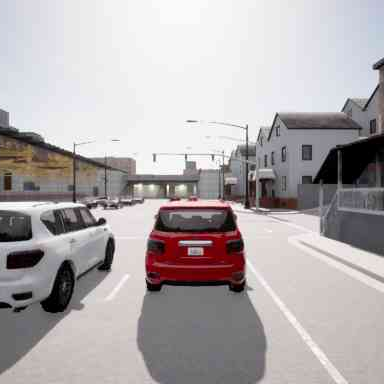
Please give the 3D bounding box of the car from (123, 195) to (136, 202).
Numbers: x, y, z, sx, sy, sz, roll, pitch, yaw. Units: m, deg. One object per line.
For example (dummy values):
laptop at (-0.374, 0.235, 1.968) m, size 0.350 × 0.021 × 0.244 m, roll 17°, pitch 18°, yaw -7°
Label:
car at (-13.826, 1.493, 73.717) m, size 1.837 × 1.490 × 4.892 m, roll 0°, pitch 0°, yaw 0°

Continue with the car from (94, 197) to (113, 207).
car at (-13.964, 1.526, 52.948) m, size 1.812 × 1.442 × 4.674 m, roll 0°, pitch 0°, yaw 0°

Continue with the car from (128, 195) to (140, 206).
car at (-10.463, 1.547, 54.368) m, size 2.033 × 1.411 × 5.357 m, roll 0°, pitch 0°, yaw 0°

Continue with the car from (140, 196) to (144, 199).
car at (-10.384, 1.547, 64.657) m, size 2.033 × 1.411 × 5.357 m, roll 0°, pitch 0°, yaw 0°

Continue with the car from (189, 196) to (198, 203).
car at (0.252, 1.524, 70.041) m, size 1.812 × 1.442 × 4.674 m, roll 0°, pitch 0°, yaw 0°

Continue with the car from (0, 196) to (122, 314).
car at (-3.409, 1.222, 7.748) m, size 2.150 × 2.045 × 5.566 m, roll 0°, pitch 0°, yaw 1°

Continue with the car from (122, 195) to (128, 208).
car at (-10.494, 1.491, 44.619) m, size 2.128 × 1.511 × 4.902 m, roll 0°, pitch 0°, yaw 0°

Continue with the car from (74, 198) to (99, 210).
car at (-13.995, 1.564, 44.207) m, size 1.994 × 1.385 × 4.181 m, roll 0°, pitch 0°, yaw 0°

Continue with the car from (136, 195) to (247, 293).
car at (0.099, 1.222, 9.010) m, size 2.150 × 2.045 × 5.566 m, roll 0°, pitch 0°, yaw 1°

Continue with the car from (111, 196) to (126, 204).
car at (-13.897, 1.505, 63.303) m, size 1.837 × 1.490 × 4.892 m, roll 0°, pitch 0°, yaw 0°

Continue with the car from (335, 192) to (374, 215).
car at (14.901, 0.850, 28.716) m, size 5.357 × 1.411 × 2.033 m, roll -16°, pitch 0°, yaw -1°

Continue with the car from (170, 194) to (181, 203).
car at (-3.337, 1.352, 69.139) m, size 2.097 × 1.767 × 4.553 m, roll 0°, pitch 0°, yaw 0°
